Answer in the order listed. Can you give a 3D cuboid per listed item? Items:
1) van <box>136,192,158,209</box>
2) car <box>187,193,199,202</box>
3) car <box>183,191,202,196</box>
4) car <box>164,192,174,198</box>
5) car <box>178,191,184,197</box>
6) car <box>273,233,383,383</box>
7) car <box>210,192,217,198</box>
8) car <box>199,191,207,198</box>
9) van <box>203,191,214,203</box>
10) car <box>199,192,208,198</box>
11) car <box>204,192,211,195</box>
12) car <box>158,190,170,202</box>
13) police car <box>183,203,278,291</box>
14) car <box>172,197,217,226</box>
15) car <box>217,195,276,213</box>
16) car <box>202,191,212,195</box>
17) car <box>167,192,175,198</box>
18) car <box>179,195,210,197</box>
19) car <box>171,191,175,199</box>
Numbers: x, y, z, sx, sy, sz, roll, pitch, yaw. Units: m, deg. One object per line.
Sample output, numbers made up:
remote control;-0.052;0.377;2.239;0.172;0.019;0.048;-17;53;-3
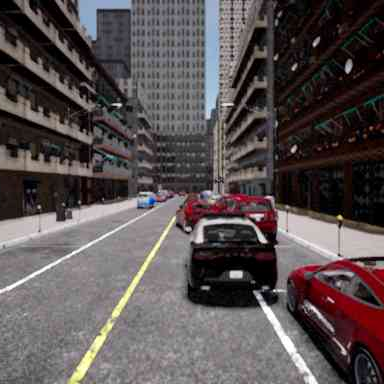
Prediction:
van;-5.253;0.926;37.803;1.690;1.788;3.998;-1;1;0
car;0.113;0.920;58.448;1.994;1.385;4.181;0;1;0
car;0.099;0.981;45.221;1.882;1.535;5.008;0;1;1
car;-5.175;0.719;76.647;1.947;1.339;4.313;-1;1;0
car;-2.581;0.516;86.807;1.882;1.535;5.008;0;0;0
car;2.565;1.531;4.518;1.802;1.307;4.206;-1;1;0
car;2.594;1.082;21.161;2.192;1.841;5.009;-1;1;0
car;2.716;0.614;82.369;1.752;1.417;4.829;-1;1;0
van;2.659;0.742;54.453;1.690;1.788;3.998;-1;1;0
car;2.705;0.697;76.650;1.887;1.381;4.507;-1;1;0
car;2.630;1.108;37.979;1.752;1.417;4.829;-1;1;0
car;-5.220;0.841;54.450;1.967;1.590;4.097;-1;1;0
police car;0.842;1.327;8.871;1.930;1.638;5.238;0;1;0
car;0.260;1.274;18.561;1.882;1.535;5.008;0;1;-11
car;2.583;1.143;15.612;2.192;1.841;5.009;-1;1;0
car;2.639;0.964;43.357;1.967;1.590;4.097;-1;1;0
car;-5.165;0.636;82.195;1.887;1.381;4.507;-1;1;0
car;0.325;1.235;24.639;1.837;1.490;4.892;0;1;15
car;-5.189;0.530;71.095;2.192;1.841;5.009;-1;1;0
